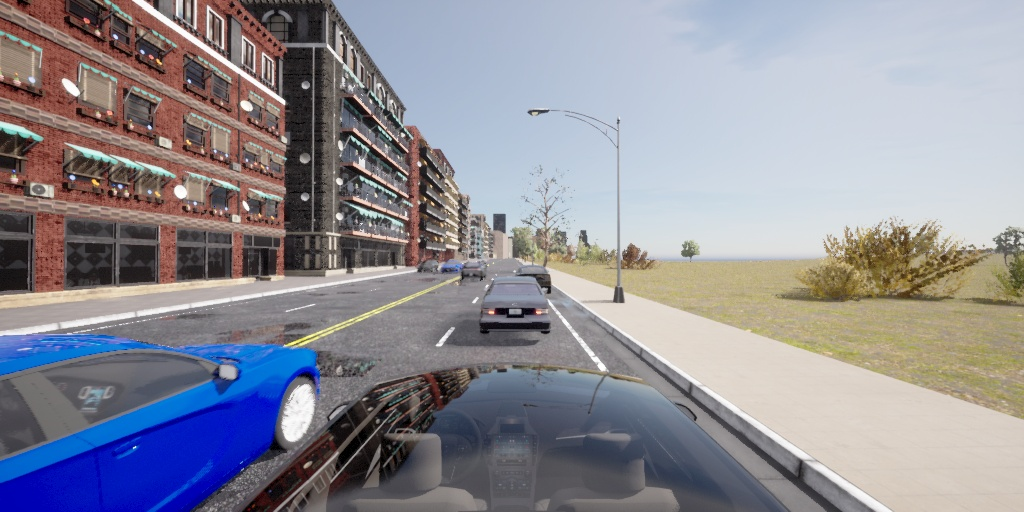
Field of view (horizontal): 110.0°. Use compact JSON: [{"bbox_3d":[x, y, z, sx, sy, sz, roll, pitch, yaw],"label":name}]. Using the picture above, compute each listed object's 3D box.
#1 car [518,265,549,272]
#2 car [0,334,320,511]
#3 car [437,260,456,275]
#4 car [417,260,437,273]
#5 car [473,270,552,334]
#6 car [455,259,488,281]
[{"bbox_3d":[1.112,1.229,20.371,1.882,1.535,5.008,0,0,0],"label":"car"},{"bbox_3d":[-3.153,1.228,2.152,1.882,1.535,5.008,0,0,0],"label":"car"},{"bbox_3d":[-6.651,1.227,40.005,1.882,1.535,5.008,0,0,0],"label":"car"},{"bbox_3d":[-9.904,1.254,42.681,1.837,1.490,4.892,0,0,0],"label":"car"},{"bbox_3d":[0.091,1.298,10.607,2.033,1.411,5.357,0,0,0],"label":"car"},{"bbox_3d":[-3.188,1.242,30.442,2.128,1.511,4.902,0,0,0],"label":"car"}]
